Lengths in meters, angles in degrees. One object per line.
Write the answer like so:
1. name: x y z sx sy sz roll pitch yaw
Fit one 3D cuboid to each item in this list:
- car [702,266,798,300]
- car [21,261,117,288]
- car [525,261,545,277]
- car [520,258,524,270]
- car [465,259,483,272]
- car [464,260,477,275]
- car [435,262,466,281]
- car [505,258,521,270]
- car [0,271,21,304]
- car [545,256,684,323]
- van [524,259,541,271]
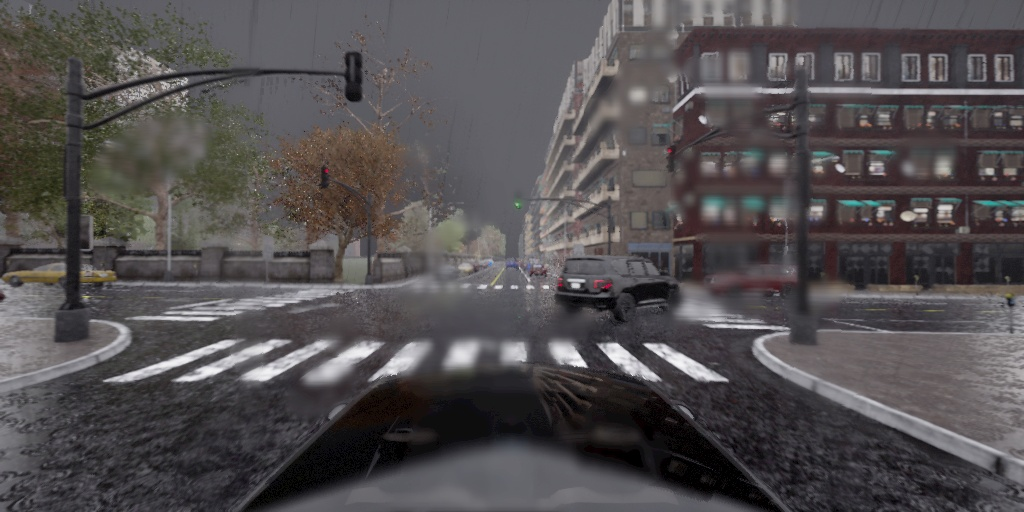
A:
1. car: 13.454 1.433 20.009 5.009 1.841 2.192 0 0 -1
2. car: -24.739 0.966 19.656 4.829 1.417 1.751 0 0 -1
3. car: 2.699 1.476 37.983 1.888 1.381 4.507 0 0 0
4. car: 2.703 1.468 54.874 1.967 1.591 4.097 0 0 0
5. car: -5.679 1.310 49.246 2.192 1.841 5.009 0 0 0
6. car: -5.680 1.489 43.446 1.751 1.417 4.829 0 0 0
7. car: -5.683 1.468 32.355 1.948 1.339 4.313 0 0 0
8. car: 0.013 1.285 60.688 2.150 2.045 5.566 0 0 0
9. car: -18.960 1.052 11.329 4.207 1.307 1.802 0 0 -1
10. car: 3.936 1.043 12.703 5.566 2.045 2.150 1 -2 -42
11. van: 2.701 1.303 43.614 1.690 1.789 3.998 0 0 0
